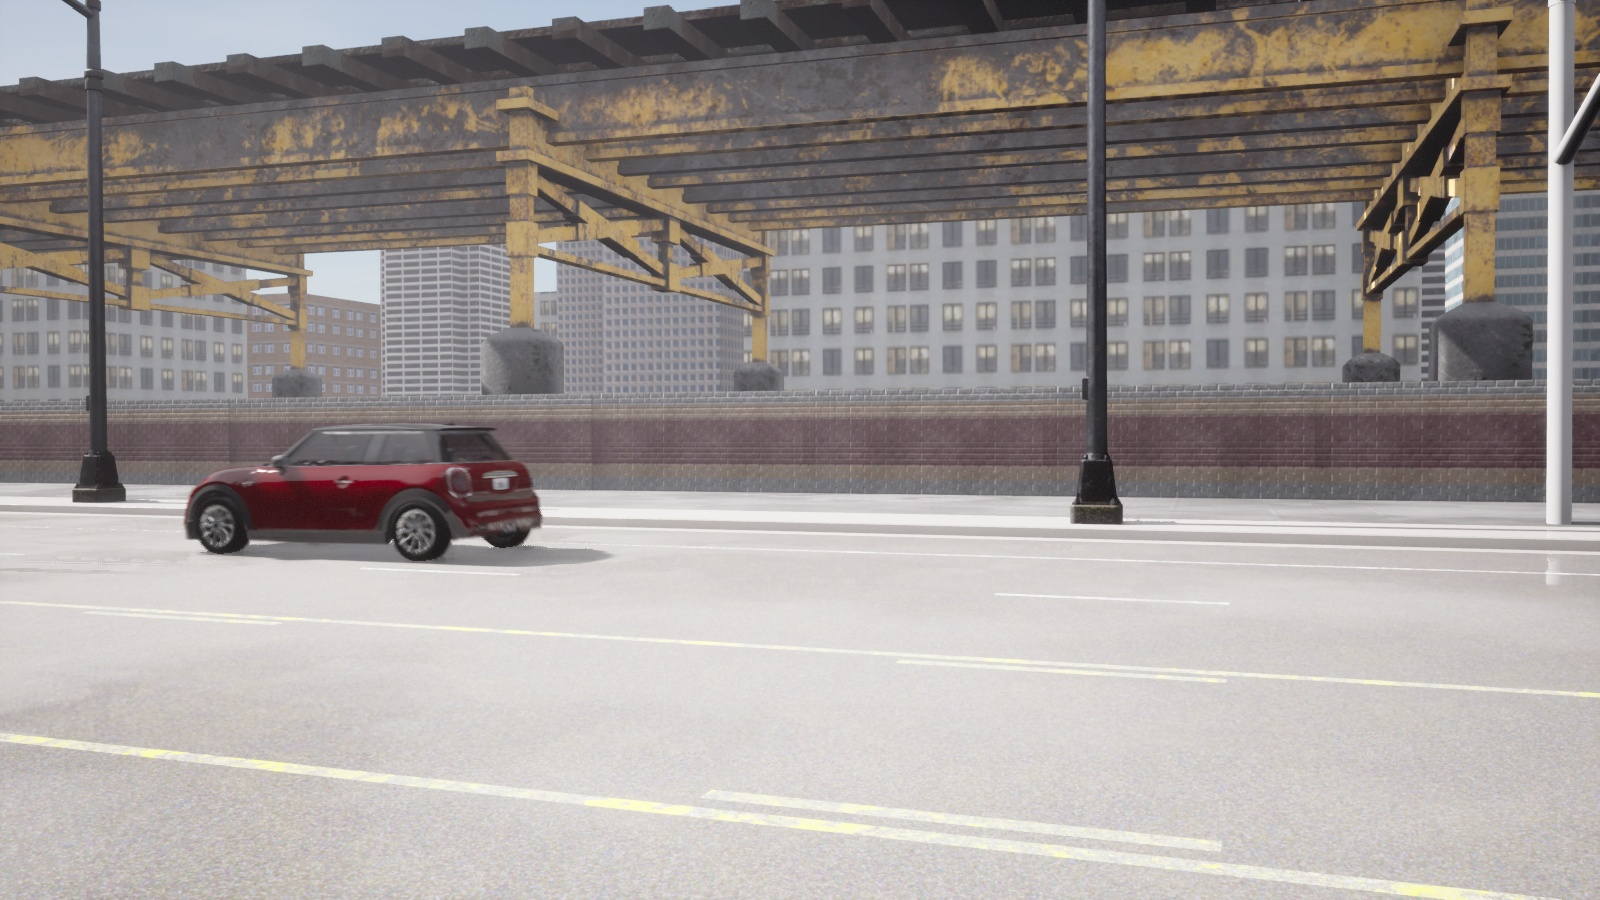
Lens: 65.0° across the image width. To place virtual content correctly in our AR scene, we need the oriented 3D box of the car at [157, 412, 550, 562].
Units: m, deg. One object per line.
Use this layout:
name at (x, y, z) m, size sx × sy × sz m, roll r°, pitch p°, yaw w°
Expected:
car at (-5.816, 0.399, 16.470) m, size 4.553 × 1.767 × 2.097 m, roll 1°, pitch 1°, yaw 20°
